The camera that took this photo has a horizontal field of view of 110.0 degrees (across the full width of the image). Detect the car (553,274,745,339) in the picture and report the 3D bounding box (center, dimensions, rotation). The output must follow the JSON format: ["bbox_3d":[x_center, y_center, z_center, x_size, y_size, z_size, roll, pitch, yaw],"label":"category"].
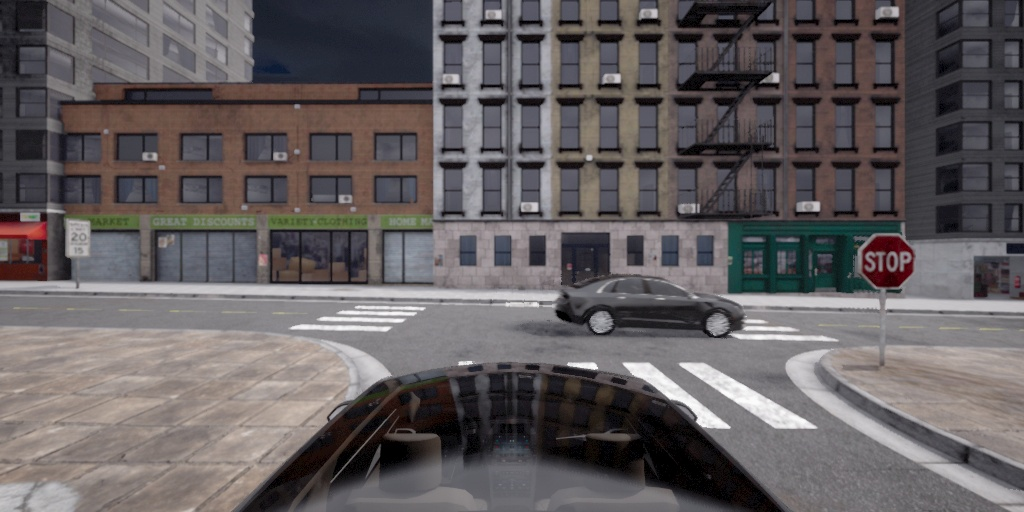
[{"bbox_3d":[3.595,1.270,9.710,4.892,1.490,1.837,1,0,0],"label":"car"}]
